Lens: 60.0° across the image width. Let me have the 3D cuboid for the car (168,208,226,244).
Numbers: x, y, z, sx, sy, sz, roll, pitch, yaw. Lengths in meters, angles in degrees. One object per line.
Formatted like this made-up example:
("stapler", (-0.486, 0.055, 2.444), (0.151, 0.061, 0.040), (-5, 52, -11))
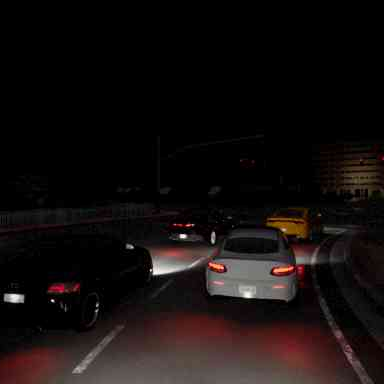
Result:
("car", (0.611, 1.505, 15.397), (1.837, 1.490, 4.892), (0, 0, 23))

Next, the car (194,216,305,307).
("car", (1.525, 1.526, 7.989), (1.812, 1.442, 4.674), (0, 0, 14))

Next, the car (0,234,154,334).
("car", (-2.267, 1.564, 6.962), (1.994, 1.385, 4.181), (0, 0, 11))

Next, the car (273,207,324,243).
("car", (5.210, 1.478, 16.499), (1.882, 1.535, 5.008), (0, 0, 30))
